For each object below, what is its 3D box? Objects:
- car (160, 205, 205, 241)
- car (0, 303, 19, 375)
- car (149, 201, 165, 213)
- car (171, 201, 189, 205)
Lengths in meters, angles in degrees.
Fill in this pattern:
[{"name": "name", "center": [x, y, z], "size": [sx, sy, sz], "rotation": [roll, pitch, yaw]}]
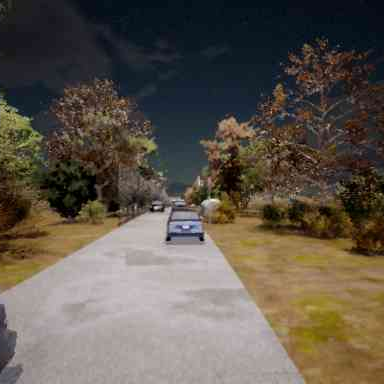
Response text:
[{"name": "car", "center": [-0.379, 1.604, 17.122], "size": [2.033, 1.411, 5.357], "rotation": [0, 0, -2]}, {"name": "car", "center": [-2.887, 1.554, 1.451], "size": [2.033, 1.411, 5.357], "rotation": [0, 0, 0]}, {"name": "car", "center": [-4.537, 1.902, 43.911], "size": [2.128, 1.511, 4.902], "rotation": [0, -1, -2]}, {"name": "car", "center": [-1.348, 1.806, 38.117], "size": [1.837, 1.490, 4.892], "rotation": [0, -1, -3]}]
